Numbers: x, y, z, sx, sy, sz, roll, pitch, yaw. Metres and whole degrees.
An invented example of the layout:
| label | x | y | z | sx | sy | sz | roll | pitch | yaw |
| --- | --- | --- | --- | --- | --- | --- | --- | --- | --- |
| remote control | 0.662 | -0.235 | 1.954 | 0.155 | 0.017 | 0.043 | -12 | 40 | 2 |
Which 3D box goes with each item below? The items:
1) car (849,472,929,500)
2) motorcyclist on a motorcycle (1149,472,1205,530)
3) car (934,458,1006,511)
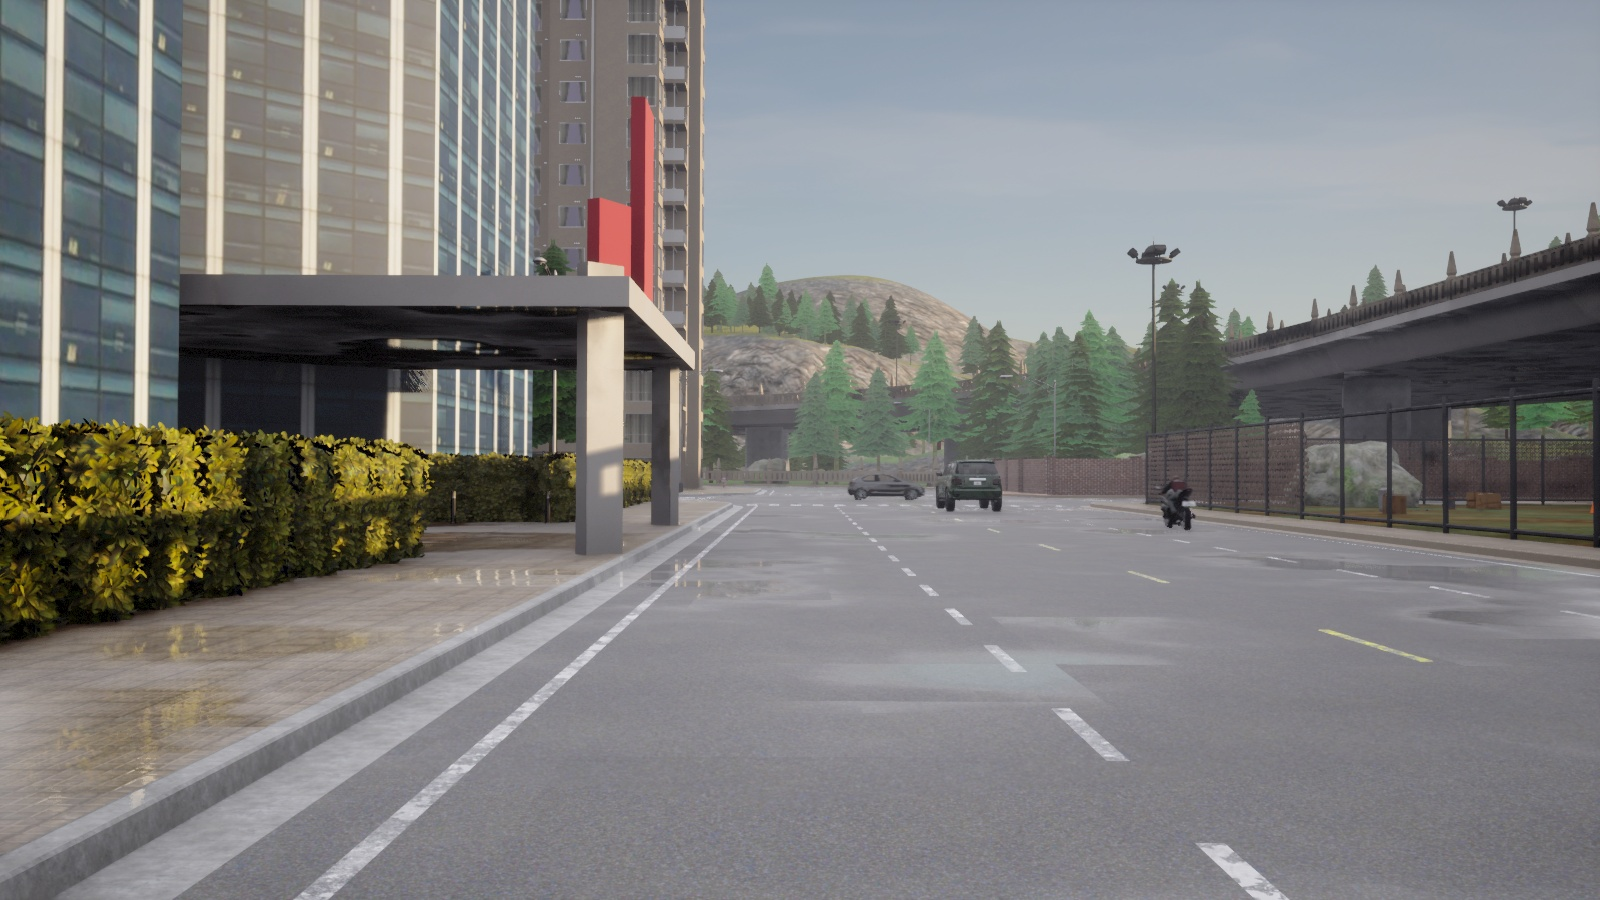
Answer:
| label | x | y | z | sx | sy | sz | roll | pitch | yaw |
| --- | --- | --- | --- | --- | --- | --- | --- | --- | --- |
| car | 4.778 | 1.957 | 68.051 | 4.193 | 1.474 | 1.816 | 0 | -1 | 0 |
| motorcyclist on a motorcycle | 10.407 | 1.390 | 34.726 | 0.866 | 1.530 | 2.191 | 0 | -1 | 0 |
| car | 6.863 | 1.363 | 51.157 | 2.150 | 2.045 | 5.566 | 0 | -1 | 0 |
